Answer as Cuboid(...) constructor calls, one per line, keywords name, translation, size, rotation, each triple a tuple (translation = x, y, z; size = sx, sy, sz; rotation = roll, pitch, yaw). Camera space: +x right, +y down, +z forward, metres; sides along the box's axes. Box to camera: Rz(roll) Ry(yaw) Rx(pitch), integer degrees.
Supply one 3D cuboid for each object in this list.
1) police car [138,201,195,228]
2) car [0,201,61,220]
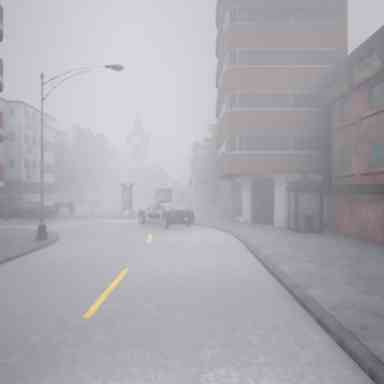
Cuboid(name="police car", translation=(-1.890, 1.408, 22.128), size=(1.930, 1.638, 5.238), rotation=(0, 0, -37))
Cuboid(name="car", translation=(-13.114, 1.452, 27.097), size=(4.674, 1.442, 1.812), rotation=(0, 4, 0))
